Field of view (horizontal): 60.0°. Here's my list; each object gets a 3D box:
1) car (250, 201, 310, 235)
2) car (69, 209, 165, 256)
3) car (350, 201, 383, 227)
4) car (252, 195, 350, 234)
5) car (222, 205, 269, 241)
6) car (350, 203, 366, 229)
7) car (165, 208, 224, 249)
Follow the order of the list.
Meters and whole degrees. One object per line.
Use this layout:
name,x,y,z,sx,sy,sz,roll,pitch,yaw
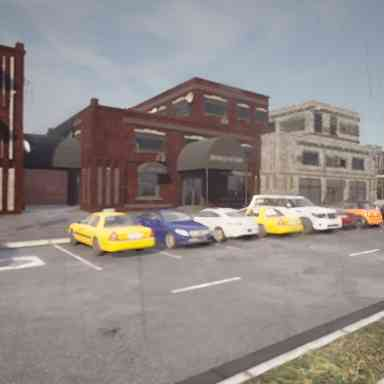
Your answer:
car,3.310,1.449,17.888,1.946,1.575,5.366,0,0,-35
car,-3.377,1.445,13.138,1.946,1.575,5.366,0,0,-35
car,10.229,1.394,22.536,2.185,1.767,4.553,1,0,-35
car,5.701,1.216,19.323,2.435,2.045,5.566,0,0,-35
car,1.158,1.483,16.128,2.002,1.452,4.674,0,0,-35
car,7.946,1.530,20.951,2.002,1.452,4.674,1,0,-35
car,-1.012,1.482,14.594,2.002,1.452,4.674,0,0,-35
